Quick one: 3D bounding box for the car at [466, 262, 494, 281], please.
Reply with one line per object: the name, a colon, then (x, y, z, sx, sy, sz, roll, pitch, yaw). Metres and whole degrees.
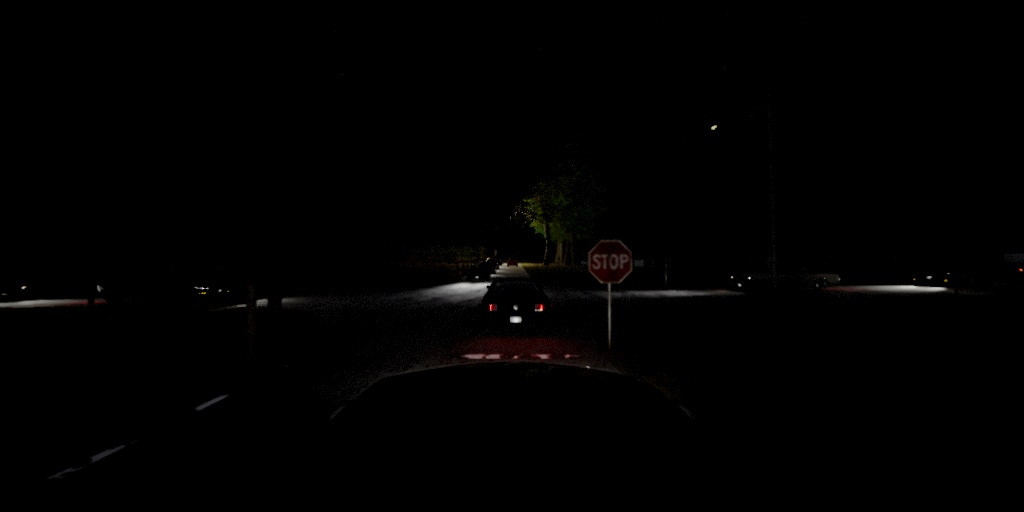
car: (-2.847, 1.429, 31.299, 1.895, 1.301, 4.718, 0, 0, 0)

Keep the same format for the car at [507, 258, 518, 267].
car: (0.102, 1.161, 63.152, 1.882, 1.535, 5.008, 0, 0, 0)

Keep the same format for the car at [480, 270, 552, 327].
car: (0.106, 1.337, 11.563, 1.895, 1.301, 4.718, 0, 1, 0)

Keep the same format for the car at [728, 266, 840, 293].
car: (14.247, 1.191, 19.019, 4.718, 1.301, 1.895, -1, -1, 0)

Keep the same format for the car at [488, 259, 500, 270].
car: (-2.841, 1.354, 41.917, 2.033, 1.411, 5.357, 0, 0, 0)

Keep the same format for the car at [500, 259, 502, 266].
car: (-2.827, 1.260, 52.241, 1.837, 1.490, 4.892, 0, 1, 0)

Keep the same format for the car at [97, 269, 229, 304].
car: (-15.369, 1.307, 15.942, 4.892, 1.490, 1.837, 0, -1, 1)

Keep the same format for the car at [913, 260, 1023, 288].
car: (24.137, 0.897, 19.047, 4.181, 1.385, 1.994, -2, -1, 0)

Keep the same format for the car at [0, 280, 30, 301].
car: (-25.181, 1.348, 15.957, 5.357, 1.411, 2.033, 0, -1, 0)
